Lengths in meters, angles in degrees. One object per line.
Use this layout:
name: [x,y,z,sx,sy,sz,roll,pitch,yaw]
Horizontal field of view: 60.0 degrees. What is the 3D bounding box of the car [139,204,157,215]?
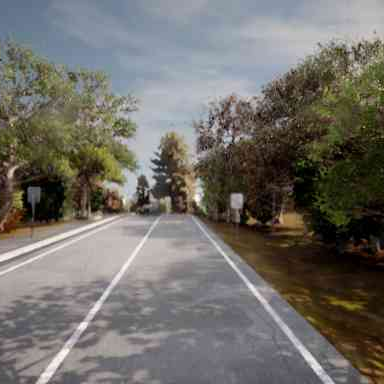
car: [-5.663,2.293,43.208,1.994,1.385,4.181,0,-3,-3]
